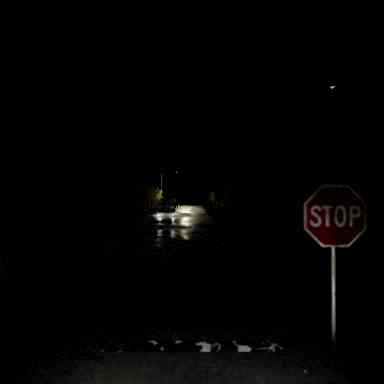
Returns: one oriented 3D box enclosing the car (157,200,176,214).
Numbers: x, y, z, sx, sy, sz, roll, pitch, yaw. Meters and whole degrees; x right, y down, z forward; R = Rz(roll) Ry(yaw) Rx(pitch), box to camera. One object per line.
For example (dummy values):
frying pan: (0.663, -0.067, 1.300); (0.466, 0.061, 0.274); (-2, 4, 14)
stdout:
car: (-2.845, 1.709, 38.123); (1.812, 1.442, 4.674); (0, -1, 0)
